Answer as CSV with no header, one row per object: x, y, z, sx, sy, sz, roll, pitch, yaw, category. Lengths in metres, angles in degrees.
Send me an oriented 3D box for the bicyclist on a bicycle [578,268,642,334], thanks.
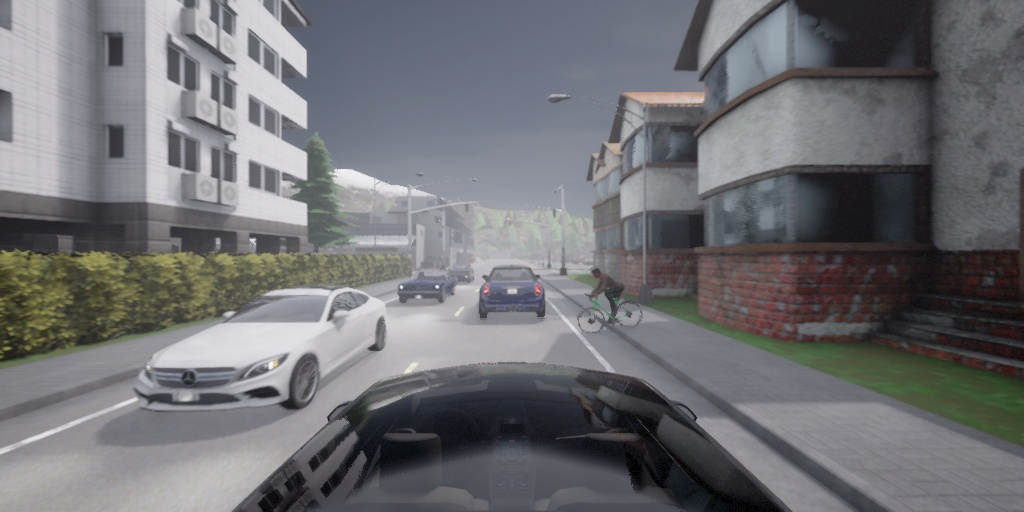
2.375,1.085,8.962,1.656,1.620,0.582,-10,0,-1,bicyclist on a bicycle

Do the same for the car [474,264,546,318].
-0.018,1.075,12.925,2.097,1.767,4.553,0,0,-1,car

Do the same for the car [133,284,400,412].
-3.638,1.278,6.298,1.812,1.442,4.674,0,0,-1,car

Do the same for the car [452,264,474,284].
-3.800,1.306,26.886,2.033,1.411,5.357,0,0,-1,car

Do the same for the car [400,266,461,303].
-3.752,1.329,16.584,1.895,1.301,4.718,0,0,-1,car
